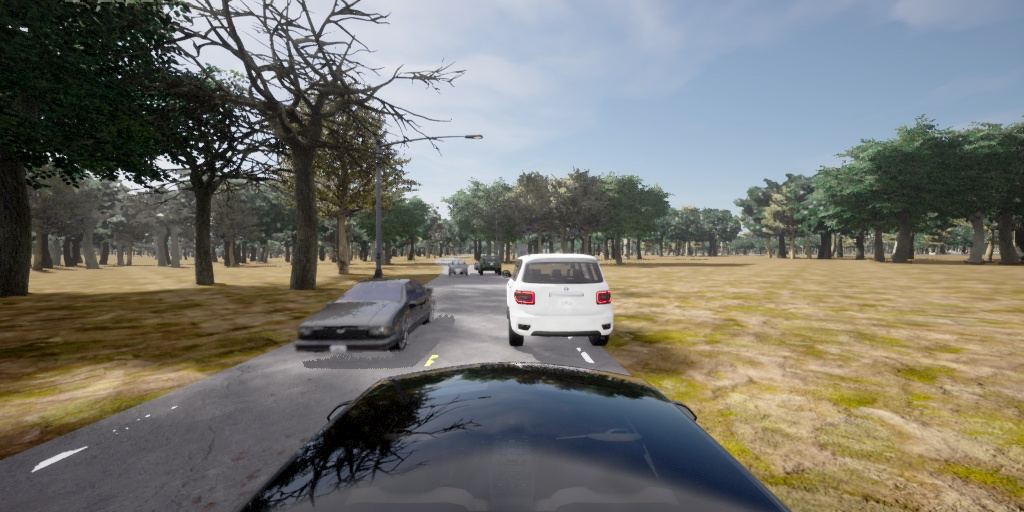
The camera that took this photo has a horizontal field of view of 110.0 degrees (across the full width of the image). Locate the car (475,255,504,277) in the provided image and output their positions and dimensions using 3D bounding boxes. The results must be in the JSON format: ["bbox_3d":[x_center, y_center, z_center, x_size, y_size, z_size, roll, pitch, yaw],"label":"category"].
[{"bbox_3d":[-2.392,0.900,37.752,2.150,2.045,5.566,0,0,-9],"label":"car"}]

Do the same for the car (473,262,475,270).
[{"bbox_3d":[-4.035,1.194,48.061,1.994,1.385,4.181,0,0,-10],"label":"car"}]

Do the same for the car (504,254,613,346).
[{"bbox_3d":[0.959,0.968,9.513,2.150,2.045,5.566,0,0,-2],"label":"car"}]

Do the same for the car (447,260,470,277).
[{"bbox_3d":[-5.149,1.189,34.630,2.128,1.511,4.902,0,0,-7],"label":"car"}]

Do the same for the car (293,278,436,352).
[{"bbox_3d":[-3.220,1.293,9.173,2.033,1.411,5.357,0,0,-2],"label":"car"}]
